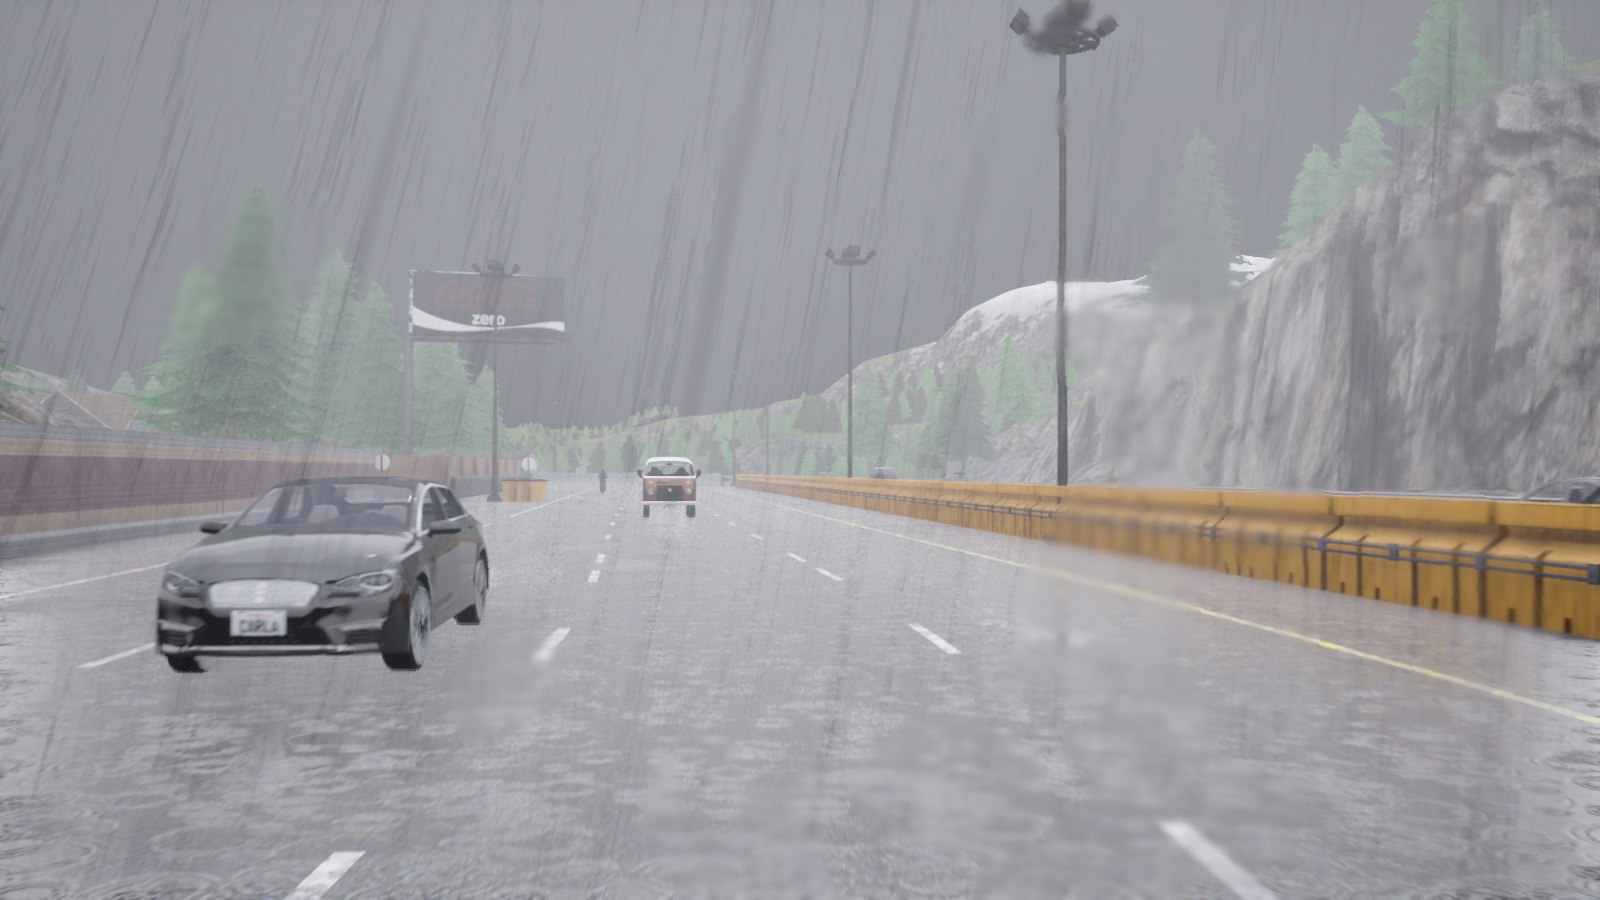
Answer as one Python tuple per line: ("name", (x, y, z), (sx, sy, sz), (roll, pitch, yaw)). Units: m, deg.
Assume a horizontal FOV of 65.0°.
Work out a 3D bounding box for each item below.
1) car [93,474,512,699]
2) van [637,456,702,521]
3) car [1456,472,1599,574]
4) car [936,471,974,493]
("car", (-3.959, 0.973, 11.075), (2.128, 1.511, 4.902), (0, -1, -5))
("van", (-4.427, 1.266, 42.215), (2.069, 2.038, 4.480), (0, -1, -7))
("car", (12.617, 1.115, 20.280), (1.845, 1.501, 3.633), (0, -1, -7))
("car", (10.983, 2.278, 89.284), (1.845, 1.501, 3.633), (0, -1, -7))
